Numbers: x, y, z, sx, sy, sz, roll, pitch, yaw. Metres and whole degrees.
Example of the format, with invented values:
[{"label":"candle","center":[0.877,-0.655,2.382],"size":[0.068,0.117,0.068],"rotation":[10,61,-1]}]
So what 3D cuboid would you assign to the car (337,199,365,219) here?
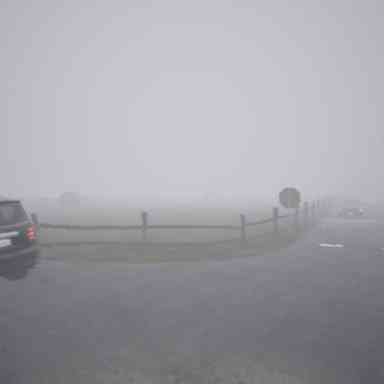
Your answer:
[{"label":"car","center":[12.574,1.284,26.364],"size":[1.812,1.442,4.674],"rotation":[-1,0,27]}]

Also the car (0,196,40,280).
[{"label":"car","center":[-6.194,1.152,8.124],"size":[5.566,2.045,2.150],"rotation":[0,3,29]}]
